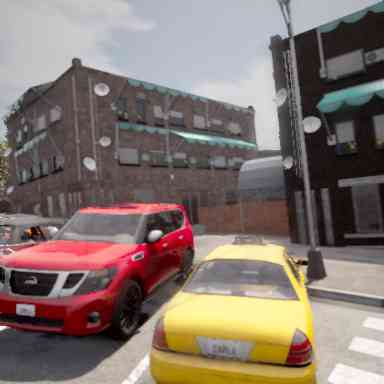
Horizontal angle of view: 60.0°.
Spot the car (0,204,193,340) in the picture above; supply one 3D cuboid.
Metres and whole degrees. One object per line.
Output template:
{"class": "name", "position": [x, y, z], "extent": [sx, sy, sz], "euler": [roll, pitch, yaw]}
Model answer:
{"class": "car", "position": [-1.527, 1.300, 7.192], "extent": [2.435, 2.045, 5.566], "euler": [0, -1, 15]}

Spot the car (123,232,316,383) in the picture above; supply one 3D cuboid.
{"class": "car", "position": [0.992, 1.515, 5.638], "extent": [1.946, 1.575, 5.366], "euler": [-1, -1, 16]}
